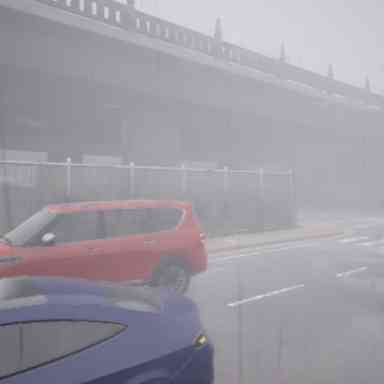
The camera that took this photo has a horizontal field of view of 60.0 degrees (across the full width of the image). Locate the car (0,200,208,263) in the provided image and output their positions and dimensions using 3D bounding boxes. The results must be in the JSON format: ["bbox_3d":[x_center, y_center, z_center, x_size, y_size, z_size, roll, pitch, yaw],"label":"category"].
[{"bbox_3d":[-2.241,1.211,6.671,5.566,2.045,2.150,-1,0,-35],"label":"car"}]

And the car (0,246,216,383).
[{"bbox_3d":[-1.921,1.527,2.606,4.674,1.442,1.812,0,0,-35],"label":"car"}]
